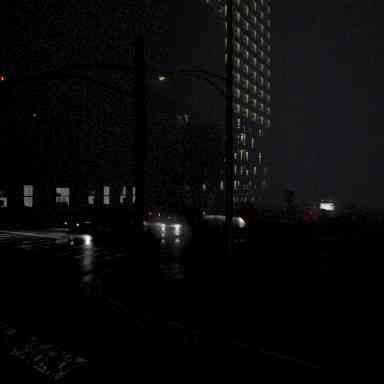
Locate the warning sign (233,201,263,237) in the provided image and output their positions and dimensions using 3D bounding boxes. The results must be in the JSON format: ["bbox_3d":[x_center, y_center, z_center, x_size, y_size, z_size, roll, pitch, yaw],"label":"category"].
[{"bbox_3d":[3.109,1.454,18.570,1.300,1.860,1.060,1,1,33],"label":"warning sign"}]

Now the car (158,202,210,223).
[{"bbox_3d":[-0.623,1.972,30.248,1.837,1.490,4.892,0,-1,33],"label":"car"}]

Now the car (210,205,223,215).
[{"bbox_3d":[4.039,2.309,43.452,1.895,1.301,4.718,0,-1,33],"label":"car"}]

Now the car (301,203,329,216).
[{"bbox_3d":[16.496,2.456,44.519,1.895,1.301,4.718,0,-1,33],"label":"car"}]

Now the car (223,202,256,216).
[{"bbox_3d":[6.112,2.042,40.665,2.097,1.767,4.553,0,-1,33],"label":"car"}]

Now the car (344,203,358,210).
[{"bbox_3d":[31.480,2.837,65.732,1.812,1.442,4.674,0,-1,33],"label":"car"}]

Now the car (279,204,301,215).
[{"bbox_3d":[13.630,2.395,46.075,2.033,1.411,5.357,0,-1,33],"label":"car"}]

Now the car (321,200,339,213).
[{"bbox_3d":[21.914,2.254,53.003,2.150,2.045,5.566,0,-1,33],"label":"car"}]

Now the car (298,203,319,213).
[{"bbox_3d":[19.164,2.576,54.737,2.033,1.411,5.357,0,-1,33],"label":"car"}]

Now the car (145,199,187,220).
[{"bbox_3d":[-2.400,1.717,33.489,2.150,2.045,5.566,0,-1,33],"label":"car"}]

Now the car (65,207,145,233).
[{"bbox_3d":[-5.681,1.805,22.413,1.837,1.490,4.892,0,-1,33],"label":"car"}]

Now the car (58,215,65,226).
[{"bbox_3d":[-7.697,1.921,25.279,1.895,1.301,4.718,0,-1,33],"label":"car"}]
